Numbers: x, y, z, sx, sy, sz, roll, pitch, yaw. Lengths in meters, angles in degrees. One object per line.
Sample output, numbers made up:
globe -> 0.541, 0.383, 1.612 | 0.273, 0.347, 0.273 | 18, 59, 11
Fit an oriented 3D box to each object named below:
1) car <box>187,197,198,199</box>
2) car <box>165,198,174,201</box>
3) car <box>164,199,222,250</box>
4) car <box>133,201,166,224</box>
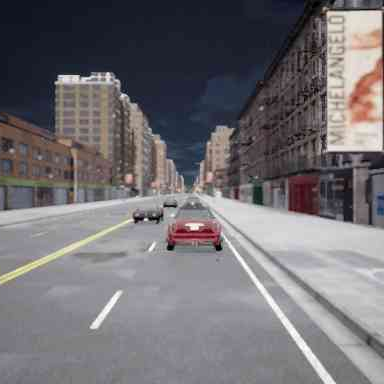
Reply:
car -> 0.087, 1.371, 39.002 | 2.097, 1.767, 4.553 | 0, 0, 0
car -> -3.167, 1.582, 49.484 | 1.994, 1.385, 4.181 | 0, 0, 0
car -> 0.094, 1.360, 14.531 | 2.097, 1.767, 4.553 | 0, 0, 0
car -> -3.160, 1.614, 25.091 | 1.895, 1.301, 4.718 | 0, 0, 0
